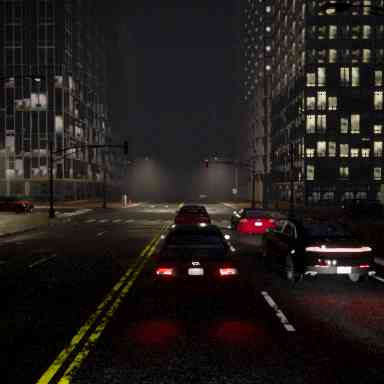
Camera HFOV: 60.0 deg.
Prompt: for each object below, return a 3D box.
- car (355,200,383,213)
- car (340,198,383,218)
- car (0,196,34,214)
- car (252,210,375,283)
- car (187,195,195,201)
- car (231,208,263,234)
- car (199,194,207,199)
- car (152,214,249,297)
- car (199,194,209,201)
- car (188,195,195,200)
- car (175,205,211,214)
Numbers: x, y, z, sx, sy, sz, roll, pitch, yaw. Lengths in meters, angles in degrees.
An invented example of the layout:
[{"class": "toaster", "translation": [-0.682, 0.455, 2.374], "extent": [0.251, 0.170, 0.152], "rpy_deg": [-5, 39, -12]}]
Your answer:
[{"class": "car", "translation": [21.715, 1.641, 38.532], "extent": [4.829, 1.417, 1.752], "rpy_deg": [1, 0, 1]}, {"class": "car", "translation": [16.127, 1.518, 30.232], "extent": [5.009, 1.841, 2.192], "rpy_deg": [1, 0, 1]}, {"class": "car", "translation": [-18.290, 1.205, 33.294], "extent": [4.553, 1.767, 2.097], "rpy_deg": [1, 1, 1]}, {"class": "car", "translation": [3.325, 1.487, 9.679], "extent": [2.128, 1.511, 4.902], "rpy_deg": [0, 0, 0]}, {"class": "car", "translation": [-0.204, 1.516, 82.776], "extent": [1.895, 1.301, 4.718], "rpy_deg": [0, 0, 0]}, {"class": "car", "translation": [3.304, 1.554, 18.480], "extent": [1.994, 1.385, 4.181], "rpy_deg": [0, 0, 0]}, {"class": "car", "translation": [3.025, 1.263, 91.407], "extent": [1.812, 1.442, 4.674], "rpy_deg": [0, 0, 0]}, {"class": "car", "translation": [0.080, 1.543, 8.764], "extent": [2.033, 1.411, 5.357], "rpy_deg": [0, 0, 0]}, {"class": "car", "translation": [3.050, 1.510, 81.434], "extent": [1.895, 1.301, 4.718], "rpy_deg": [0, 0, 0]}, {"class": "car", "translation": [-0.229, 1.456, 92.866], "extent": [1.994, 1.385, 4.181], "rpy_deg": [0, 0, 0]}, {"class": "car", "translation": [0.059, 1.467, 18.585], "extent": [1.882, 1.535, 5.008], "rpy_deg": [0, 0, 1]}]
